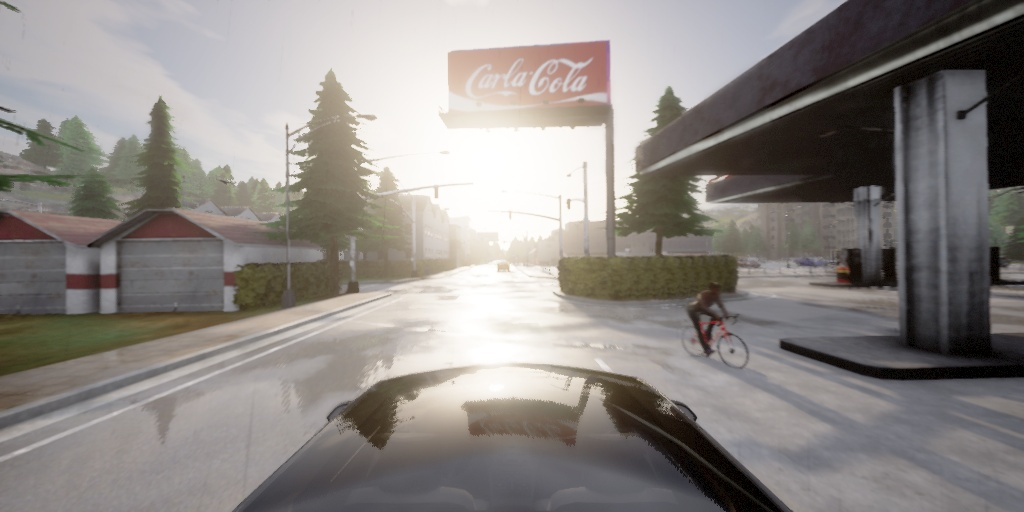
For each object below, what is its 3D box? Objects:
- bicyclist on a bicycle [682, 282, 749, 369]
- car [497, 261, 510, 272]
[{"bbox_3d":[4.011,1.351,7.248,0.582,1.620,1.656,-2,-2,-16],"label":"bicyclist on a bicycle"},{"bbox_3d":[-1.303,1.542,54.590,1.882,1.535,5.008,-1,0,-2],"label":"car"}]
